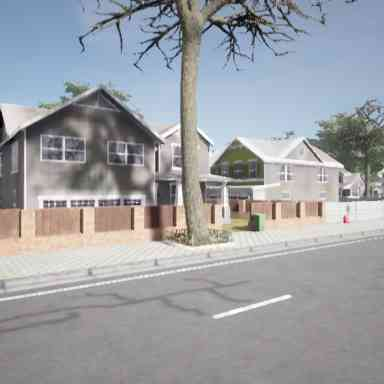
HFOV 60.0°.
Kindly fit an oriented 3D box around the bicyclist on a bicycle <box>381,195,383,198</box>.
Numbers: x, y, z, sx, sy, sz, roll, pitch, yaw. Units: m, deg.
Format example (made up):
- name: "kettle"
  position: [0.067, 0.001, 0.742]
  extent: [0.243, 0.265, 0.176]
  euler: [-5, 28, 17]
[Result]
- name: "bicyclist on a bicycle"
  position: [28.886, 1.312, 50.439]
  extent: [1.656, 1.620, 0.582]
  euler: [0, 0, -35]
